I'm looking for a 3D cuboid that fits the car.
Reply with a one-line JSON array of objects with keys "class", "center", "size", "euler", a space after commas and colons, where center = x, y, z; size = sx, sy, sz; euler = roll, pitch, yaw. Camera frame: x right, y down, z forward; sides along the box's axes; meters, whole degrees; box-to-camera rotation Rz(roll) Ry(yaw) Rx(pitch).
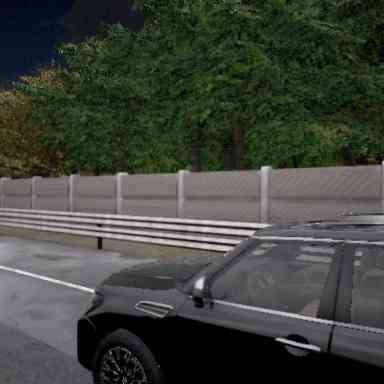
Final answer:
[{"class": "car", "center": [1.382, 1.219, 3.005], "size": [5.566, 2.045, 2.150], "euler": [0, 0, 35]}]
